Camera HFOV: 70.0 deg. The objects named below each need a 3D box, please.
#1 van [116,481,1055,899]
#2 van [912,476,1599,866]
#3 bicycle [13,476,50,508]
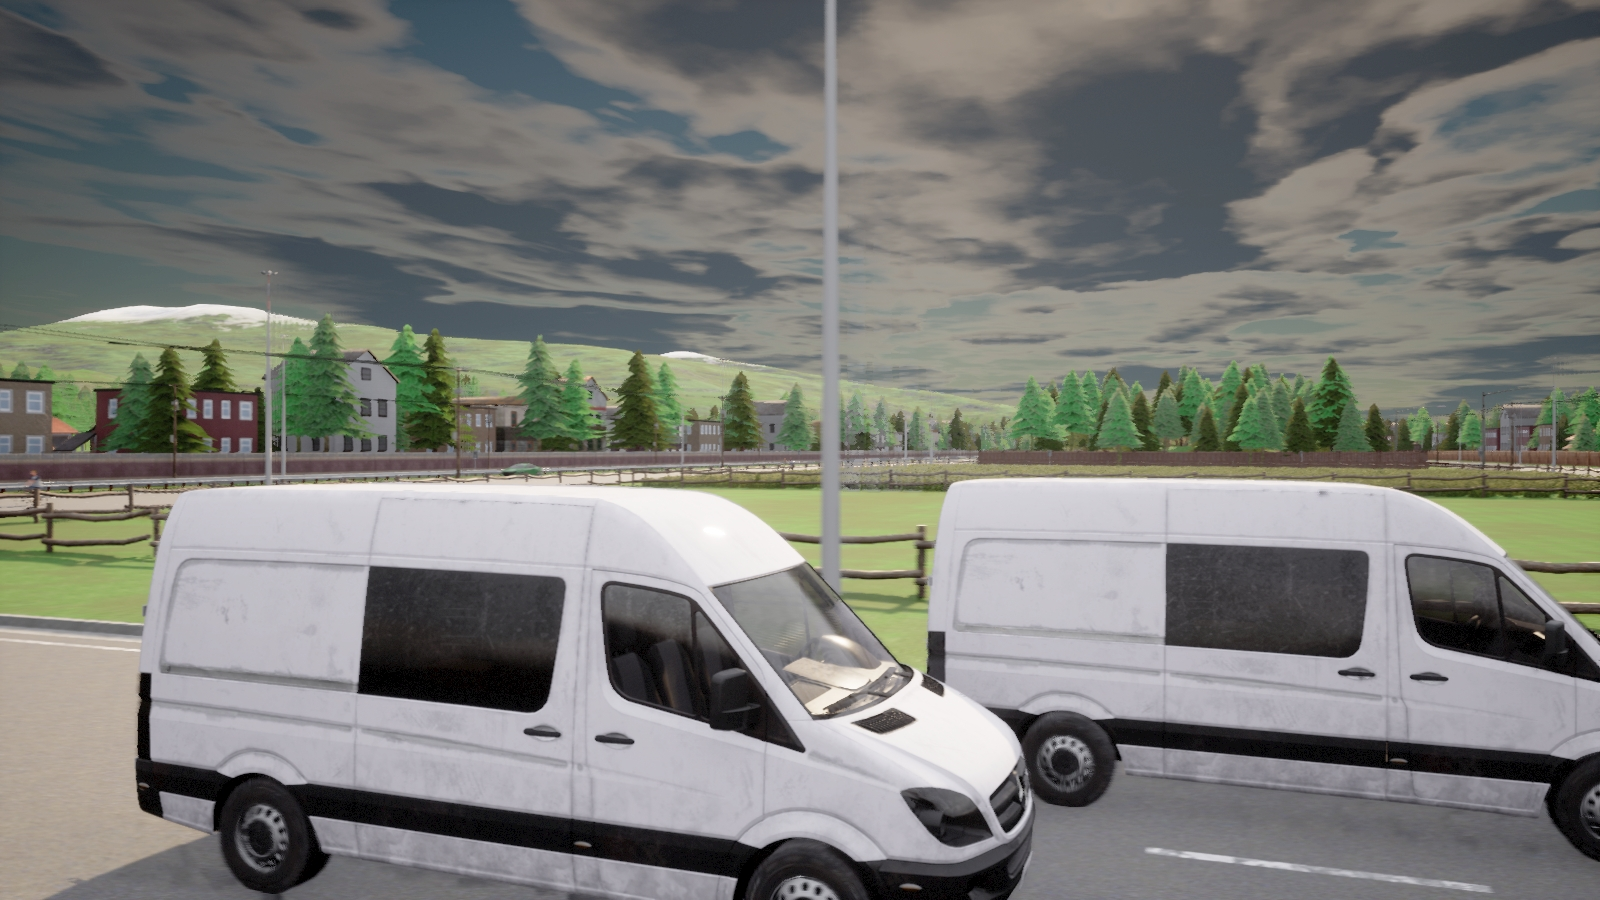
[{"bbox_3d":[-1.449,1.534,7.559,5.915,2.561,1.988,0,0,20],"label":"van"},{"bbox_3d":[4.038,1.534,9.289,5.915,2.561,1.988,0,0,20],"label":"van"},{"bbox_3d":[-37.980,2.056,56.488,0.373,1.496,1.643,0,0,20],"label":"bicycle"}]
